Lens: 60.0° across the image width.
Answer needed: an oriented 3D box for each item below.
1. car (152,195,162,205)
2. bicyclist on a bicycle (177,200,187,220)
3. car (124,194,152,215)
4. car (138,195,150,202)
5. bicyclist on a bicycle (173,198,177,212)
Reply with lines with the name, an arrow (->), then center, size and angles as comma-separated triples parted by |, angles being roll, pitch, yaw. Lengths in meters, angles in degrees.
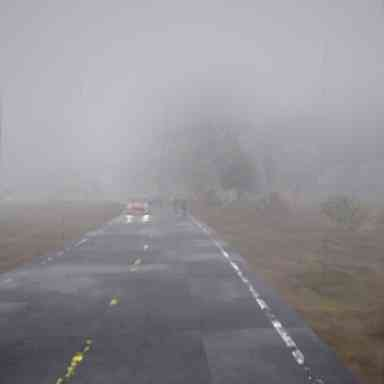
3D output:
car -> -6.423, 1.330, 57.329 | 2.097, 1.767, 4.553 | 0, 0, -12
bicyclist on a bicycle -> -0.651, 1.434, 26.838 | 0.582, 1.620, 1.656 | 0, 0, -6
car -> -5.425, 1.338, 33.697 | 2.097, 1.767, 4.553 | 0, 0, -8
car -> -10.818, 1.462, 74.282 | 1.882, 1.535, 5.008 | 0, 0, -17
bicyclist on a bicycle -> -1.749, 1.430, 35.857 | 0.582, 1.620, 1.656 | 0, 0, -8
